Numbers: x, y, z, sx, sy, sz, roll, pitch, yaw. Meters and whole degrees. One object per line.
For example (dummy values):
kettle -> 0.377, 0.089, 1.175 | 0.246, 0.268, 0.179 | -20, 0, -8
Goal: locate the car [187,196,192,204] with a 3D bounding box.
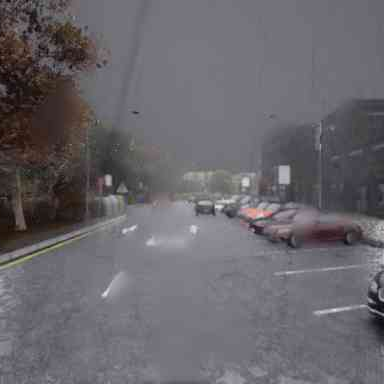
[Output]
car -> 0.301, 1.701, 69.940 | 1.812, 1.442, 4.674 | 0, 0, 0

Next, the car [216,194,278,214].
car -> 5.438, 1.332, 29.707 | 5.566, 2.045, 2.435 | 1, 0, -20

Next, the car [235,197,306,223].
car -> 5.422, 1.422, 20.730 | 4.553, 1.767, 2.185 | 1, 0, -20

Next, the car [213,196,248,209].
car -> 5.544, 1.552, 47.738 | 4.553, 1.767, 2.185 | 1, -1, -20

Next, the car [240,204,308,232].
car -> 5.344, 1.566, 17.710 | 4.792, 1.488, 2.163 | 1, 0, -20

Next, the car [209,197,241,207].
car -> 5.621, 1.736, 56.757 | 5.008, 1.535, 2.097 | 1, -1, -20

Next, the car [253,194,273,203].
car -> 18.739, 1.698, 87.732 | 2.435, 2.045, 5.566 | 0, 0, -21

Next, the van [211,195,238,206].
van -> 5.755, 1.532, 59.803 | 4.442, 1.987, 1.878 | 1, -1, -20

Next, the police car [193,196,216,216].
police car -> 1.319, 1.541, 33.565 | 1.930, 1.638, 5.238 | 0, 0, 0

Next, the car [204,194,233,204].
car -> 5.706, 1.584, 71.795 | 5.566, 2.045, 2.435 | 1, -1, -20

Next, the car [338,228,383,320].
car -> 5.328, 1.503, 5.718 | 4.892, 1.521, 2.231 | 1, 0, -20

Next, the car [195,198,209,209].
car -> 1.418, 1.681, 49.456 | 1.882, 1.535, 5.008 | 0, 0, 0

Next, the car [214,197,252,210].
car -> 5.523, 1.534, 44.737 | 4.553, 1.767, 2.185 | 1, -1, -20

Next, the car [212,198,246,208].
car -> 5.595, 1.737, 50.745 | 4.674, 1.452, 2.002 | 1, 0, -20

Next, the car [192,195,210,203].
car -> 1.382, 1.393, 43.487 | 2.150, 2.045, 5.566 | 0, 0, 0

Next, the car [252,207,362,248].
car -> 5.358, 1.567, 14.718 | 4.674, 1.452, 2.002 | 1, 0, -20

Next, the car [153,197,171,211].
car -> -3.890, 1.519, 43.601 | 2.097, 1.767, 4.553 | 0, 0, 0

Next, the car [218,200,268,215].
car -> 5.462, 1.641, 35.721 | 4.792, 1.488, 2.163 | 1, 0, -20

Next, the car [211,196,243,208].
car -> 5.646, 1.591, 53.754 | 4.553, 1.767, 2.185 | 1, 0, -20

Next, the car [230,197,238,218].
car -> 5.441, 1.433, 23.732 | 4.553, 1.767, 2.185 | 1, 0, -20

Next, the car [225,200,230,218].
car -> 5.424, 1.610, 26.728 | 4.674, 1.452, 2.002 | 1, -1, -20
